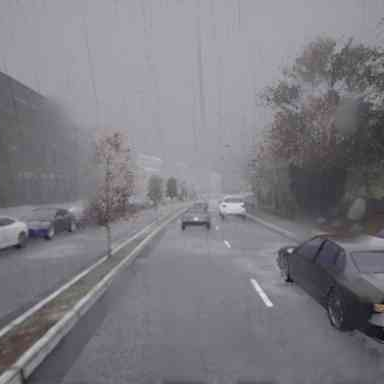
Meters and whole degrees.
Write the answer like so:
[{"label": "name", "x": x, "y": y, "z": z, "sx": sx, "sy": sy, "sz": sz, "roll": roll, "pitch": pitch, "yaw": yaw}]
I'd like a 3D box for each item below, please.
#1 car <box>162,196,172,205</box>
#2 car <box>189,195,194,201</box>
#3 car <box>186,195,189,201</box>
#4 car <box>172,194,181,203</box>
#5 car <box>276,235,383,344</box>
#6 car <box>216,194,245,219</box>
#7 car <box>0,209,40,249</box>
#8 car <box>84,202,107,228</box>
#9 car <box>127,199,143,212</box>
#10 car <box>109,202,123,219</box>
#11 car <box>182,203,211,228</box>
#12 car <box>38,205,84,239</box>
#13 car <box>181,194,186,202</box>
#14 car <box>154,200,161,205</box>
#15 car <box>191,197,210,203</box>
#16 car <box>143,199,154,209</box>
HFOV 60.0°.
[{"label": "car", "x": -6.125, "y": 1.745, "z": 67.803, "sx": 1.946, "sy": 1.575, "sz": 5.366, "roll": 0, "pitch": 0, "yaw": 7}, {"label": "car", "x": -1.811, "y": 1.759, "z": 95.306, "sx": 1.946, "sy": 1.575, "sz": 5.366, "roll": 0, "pitch": 0, "yaw": 12}, {"label": "car", "x": -2.878, "y": 1.765, "z": 89.844, "sx": 1.946, "sy": 1.575, "sz": 5.366, "roll": 0, "pitch": 0, "yaw": 11}, {"label": "car", "x": -4.696, "y": 1.768, "z": 79.038, "sx": 2.231, "sy": 1.521, "sz": 4.892, "roll": 0, "pitch": 0, "yaw": 9}, {"label": "car", "x": 3.257, "y": 1.596, "z": 6.836, "sx": 2.033, "sy": 1.411, "sz": 5.357, "roll": 0, "pitch": 0, "yaw": 0}, {"label": "car", "x": 3.715, "y": 1.412, "z": 31.268, "sx": 2.150, "sy": 2.045, "sz": 5.566, "roll": 0, "pitch": 0, "yaw": 2}, {"label": "car", "x": -7.952, "y": 1.602, "z": 12.568, "sx": 2.002, "sy": 1.452, "sz": 4.674, "roll": 0, "pitch": 0, "yaw": 0}, {"label": "car", "x": -7.878, "y": 1.659, "z": 23.661, "sx": 2.002, "sy": 1.452, "sz": 4.674, "roll": 0, "pitch": 0, "yaw": 0}, {"label": "car", "x": -7.768, "y": 1.685, "z": 40.204, "sx": 2.097, "sy": 1.535, "sz": 5.008, "roll": 0, "pitch": 0, "yaw": 1}, {"label": "car", "x": -7.841, "y": 1.645, "z": 29.211, "sx": 2.231, "sy": 1.521, "sz": 4.892, "roll": 0, "pitch": 0, "yaw": 0}, {"label": "car", "x": 0.307, "y": 1.712, "z": 23.528, "sx": 1.994, "sy": 1.385, "sz": 4.181, "roll": 0, "pitch": 0, "yaw": 1}, {"label": "car", "x": -7.914, "y": 1.621, "z": 18.084, "sx": 2.163, "sy": 1.488, "sz": 4.792, "roll": 0, "pitch": 0, "yaw": 0}, {"label": "car", "x": -3.812, "y": 1.519, "z": 84.515, "sx": 2.435, "sy": 2.045, "sz": 5.566, "roll": 0, "pitch": 0, "yaw": 10}, {"label": "car", "x": -7.099, "y": 1.724, "z": 56.828, "sx": 1.946, "sy": 1.575, "sz": 5.366, "roll": 0, "pitch": 0, "yaw": 5}, {"label": "car", "x": 1.155, "y": 1.733, "z": 41.668, "sx": 1.837, "sy": 1.490, "sz": 4.892, "roll": 0, "pitch": 0, "yaw": 4}, {"label": "car", "x": -7.515, "y": 1.742, "z": 49.799, "sx": 2.163, "sy": 1.488, "sz": 4.792, "roll": 0, "pitch": 0, "yaw": 3}]
